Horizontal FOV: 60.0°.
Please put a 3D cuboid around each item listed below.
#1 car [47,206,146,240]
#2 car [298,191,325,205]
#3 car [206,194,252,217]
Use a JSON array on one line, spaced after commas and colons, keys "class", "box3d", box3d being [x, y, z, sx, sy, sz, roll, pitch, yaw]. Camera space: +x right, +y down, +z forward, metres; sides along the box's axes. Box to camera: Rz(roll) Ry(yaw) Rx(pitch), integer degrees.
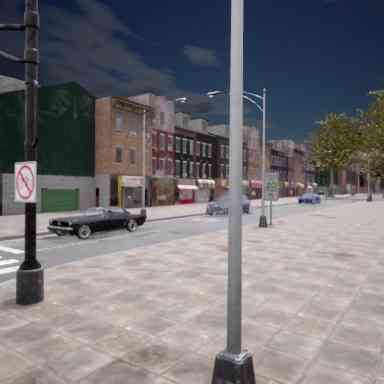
[{"class": "car", "box3d": [-4.503, 1.408, 16.245, 1.895, 1.301, 4.718, 1, 1, 35]}, {"class": "car", "box3d": [15.730, 0.856, 44.435, 1.882, 1.535, 5.008, 1, 1, 36]}, {"class": "car", "box3d": [3.014, 0.987, 26.767, 2.097, 1.767, 4.553, 1, 1, 36]}]
